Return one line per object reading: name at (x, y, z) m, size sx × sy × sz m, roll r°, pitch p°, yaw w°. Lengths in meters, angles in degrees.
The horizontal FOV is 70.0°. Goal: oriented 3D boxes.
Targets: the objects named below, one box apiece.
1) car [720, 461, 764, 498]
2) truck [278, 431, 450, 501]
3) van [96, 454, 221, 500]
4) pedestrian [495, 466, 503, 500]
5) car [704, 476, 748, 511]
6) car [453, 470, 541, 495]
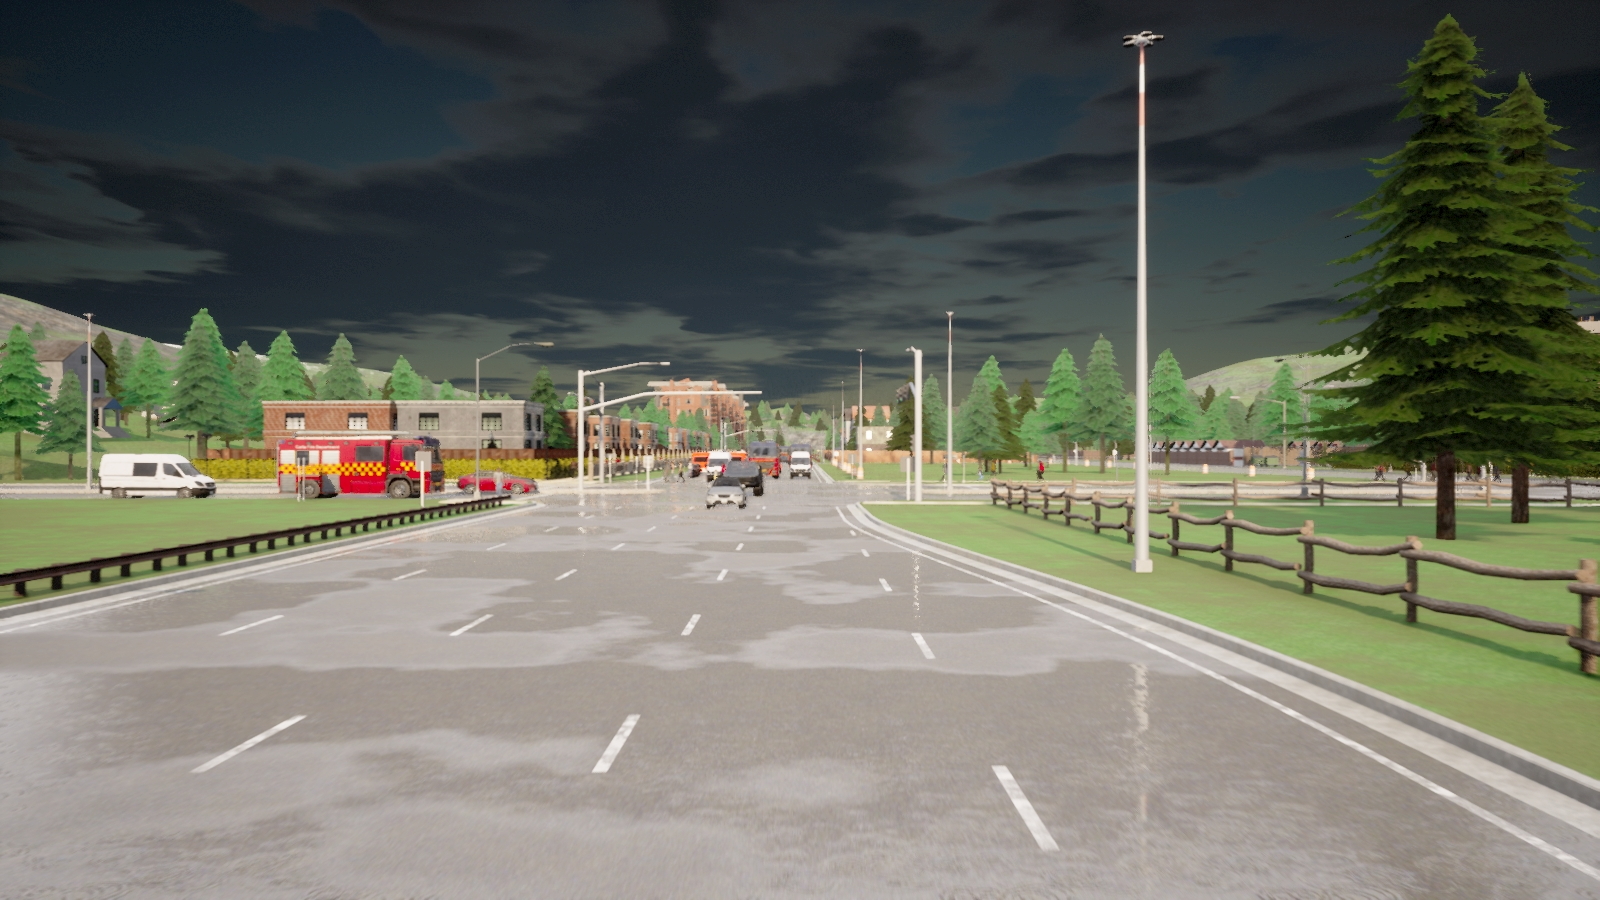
car at (-3.462, 1.722, 69.509) m, size 2.390 × 2.098 × 6.274 m, roll 0°, pitch 0°, yaw 0°
truck at (-24.227, 0.861, 63.734) m, size 8.468 × 3.827 × 2.891 m, roll 0°, pitch 0°, yaw 1°
van at (-35.927, 1.505, 64.111) m, size 5.915 × 2.561 × 1.988 m, roll 0°, pitch 0°, yaw 1°
pedestrian at (-16.592, 1.820, 63.029) m, size 0.375 × 1.860 × 0.375 m, roll 0°, pitch 0°, yaw -23°
car at (-3.472, 2.041, 54.242) m, size 1.816 × 1.474 × 4.193 m, roll 0°, pitch 0°, yaw 0°
car at (-18.783, 2.016, 70.940) m, size 4.902 × 1.511 × 2.128 m, roll 0°, pitch 0°, yaw 1°
